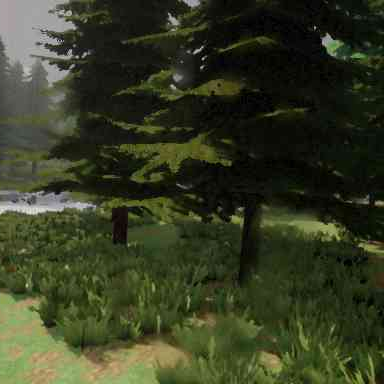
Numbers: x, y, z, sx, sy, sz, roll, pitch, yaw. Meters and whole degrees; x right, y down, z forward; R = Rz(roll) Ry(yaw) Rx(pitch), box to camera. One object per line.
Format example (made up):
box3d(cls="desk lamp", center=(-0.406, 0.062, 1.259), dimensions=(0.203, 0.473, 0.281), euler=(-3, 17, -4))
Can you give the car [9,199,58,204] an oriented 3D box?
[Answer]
box3d(cls="car", center=(-10.942, 0.112, 24.277), dimensions=(1.812, 1.442, 4.674), euler=(5, 3, 24))
